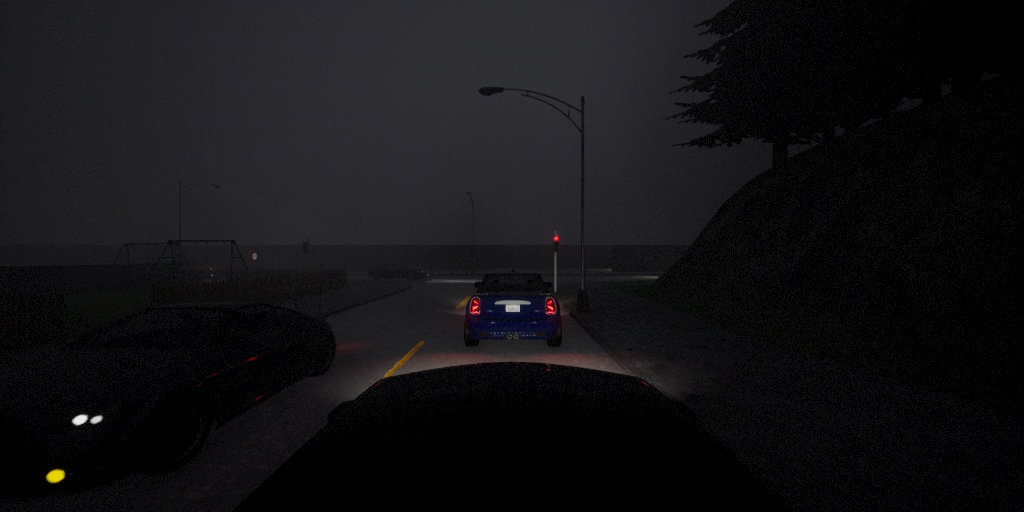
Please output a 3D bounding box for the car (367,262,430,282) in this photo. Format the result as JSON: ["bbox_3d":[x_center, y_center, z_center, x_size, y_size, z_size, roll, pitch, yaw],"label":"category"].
[{"bbox_3d":[-9.066,1.239,28.734,4.902,1.511,2.128,0,0,9],"label":"car"}]

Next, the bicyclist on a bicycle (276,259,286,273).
[{"bbox_3d":[-24.265,1.095,37.703,0.582,1.620,1.656,0,0,0],"label":"bicyclist on a bicycle"}]

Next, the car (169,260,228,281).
[{"bbox_3d":[-25.901,1.099,29.304,4.553,1.767,2.097,0,0,0],"label":"car"}]

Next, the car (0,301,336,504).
[{"bbox_3d":[-4.092,1.313,4.630,1.994,1.385,4.181,0,0,0],"label":"car"}]

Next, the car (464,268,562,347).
[{"bbox_3d":[0.035,1.101,9.516,2.097,1.767,4.553,0,0,0],"label":"car"}]

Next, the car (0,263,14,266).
[{"bbox_3d":[-48.579,1.348,33.454,4.718,1.301,1.895,0,0,1],"label":"car"}]
